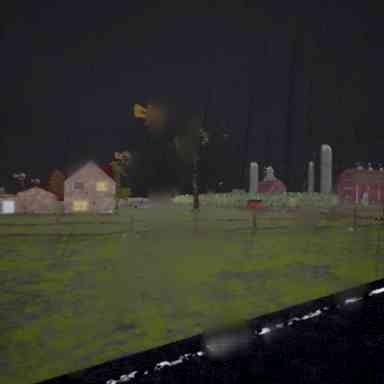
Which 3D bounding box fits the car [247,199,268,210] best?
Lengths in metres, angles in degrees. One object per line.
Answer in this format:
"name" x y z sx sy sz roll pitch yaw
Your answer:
"car" 12.492 2.435 64.023 2.150 2.045 5.566 1 -1 -15
